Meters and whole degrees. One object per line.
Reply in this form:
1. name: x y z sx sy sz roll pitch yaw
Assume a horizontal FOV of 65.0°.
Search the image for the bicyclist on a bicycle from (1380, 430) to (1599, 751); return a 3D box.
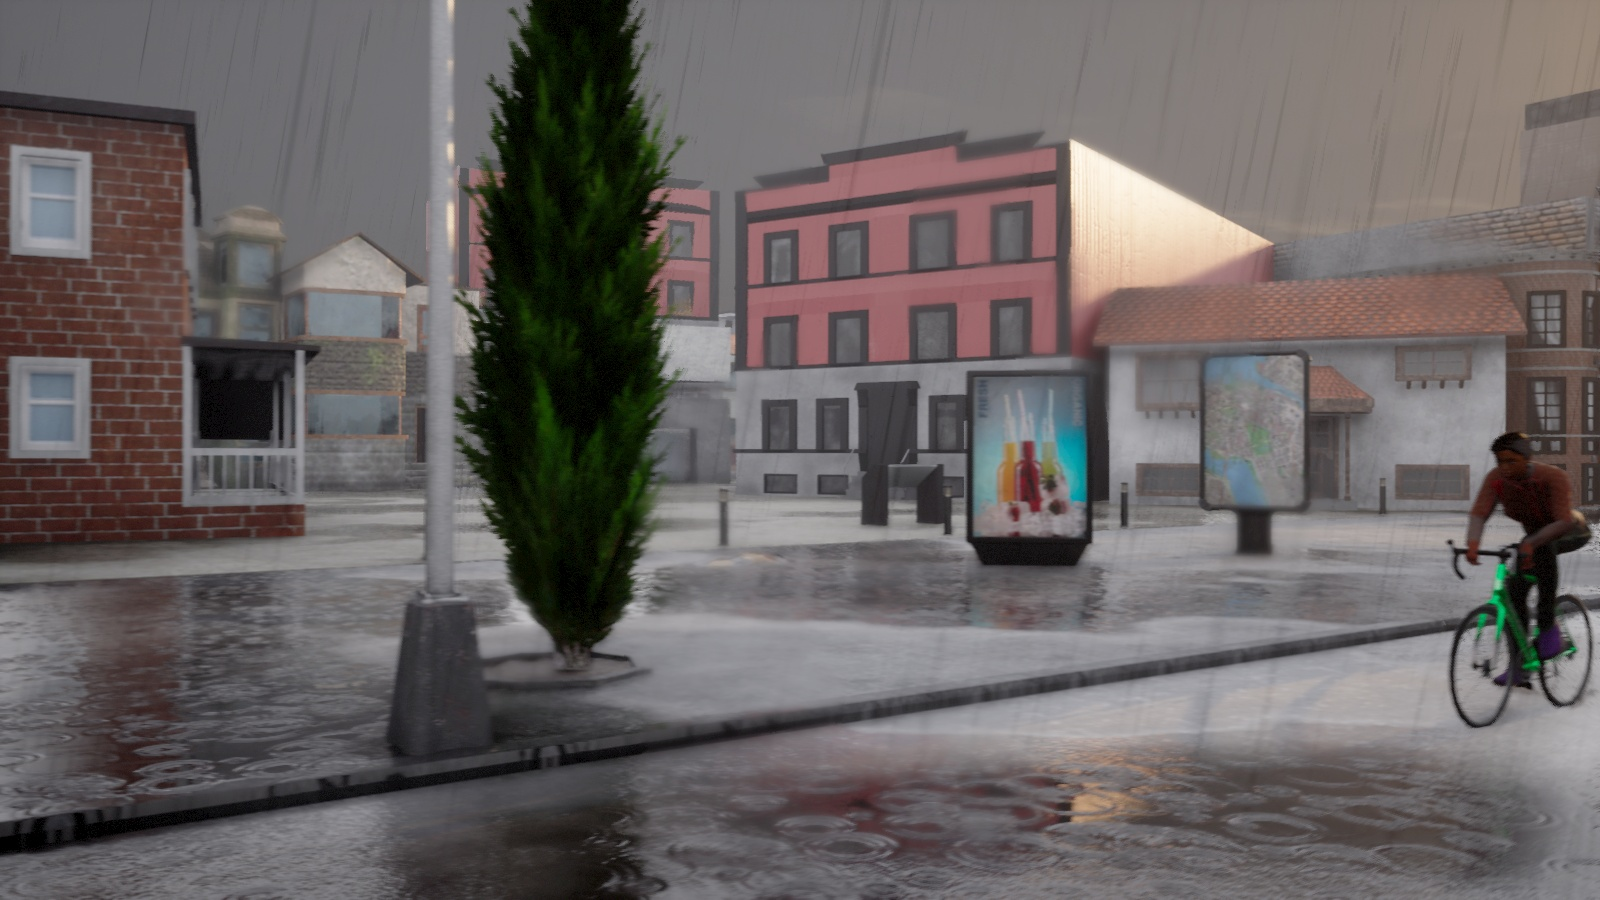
1. bicyclist on a bicycle: 4.003 0.706 7.054 1.656 1.620 0.582 0 0 -35
